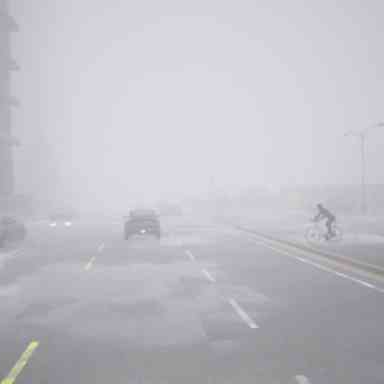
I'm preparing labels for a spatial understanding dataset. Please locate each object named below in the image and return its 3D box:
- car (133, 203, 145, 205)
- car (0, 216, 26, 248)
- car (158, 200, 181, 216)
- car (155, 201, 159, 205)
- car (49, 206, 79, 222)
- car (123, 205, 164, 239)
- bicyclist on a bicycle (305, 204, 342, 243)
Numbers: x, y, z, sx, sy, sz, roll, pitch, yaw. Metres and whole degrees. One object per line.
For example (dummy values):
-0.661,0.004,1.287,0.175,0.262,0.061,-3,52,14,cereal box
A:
-6.717,2.084,42.303,1.895,1.301,4.718,-1,0,-9,car
-9.693,1.889,16.269,1.994,1.385,4.181,-1,0,-10,car
-2.359,1.915,37.214,1.994,1.385,4.181,-1,0,-9,car
-4.252,1.961,48.447,1.882,1.535,5.008,-1,0,-9,car
-12.336,2.063,32.451,2.033,1.411,5.357,-1,-1,-9,car
-2.824,1.712,18.854,1.837,1.490,4.892,-1,0,-9,car
5.408,1.300,13.671,1.656,1.620,0.582,-1,0,-9,bicyclist on a bicycle
